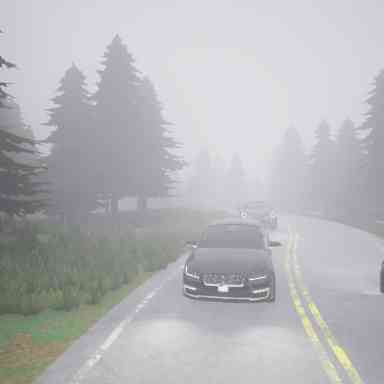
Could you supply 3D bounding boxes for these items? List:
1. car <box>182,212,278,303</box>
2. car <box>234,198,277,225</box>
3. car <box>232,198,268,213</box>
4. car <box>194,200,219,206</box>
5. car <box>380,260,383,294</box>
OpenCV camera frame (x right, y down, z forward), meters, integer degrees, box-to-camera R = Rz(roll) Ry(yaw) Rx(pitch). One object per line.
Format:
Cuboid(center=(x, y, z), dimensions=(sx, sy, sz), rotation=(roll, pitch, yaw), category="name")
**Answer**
Cuboid(center=(1.081, 1.496, 8.400), dimensions=(1.837, 1.490, 4.892), rotation=(-1, 0, 12), category="car")
Cuboid(center=(3.852, 1.271, 20.356), dimensions=(2.097, 1.767, 4.553), rotation=(-1, 0, 5), category="car")
Cuboid(center=(6.160, 1.411, 35.728), dimensions=(1.837, 1.490, 4.892), rotation=(2, -1, -16), category="car")
Cuboid(center=(1.866, 1.799, 44.849), dimensions=(1.812, 1.442, 4.674), rotation=(3, -5, -35), category="car")
Cuboid(center=(4.488, 1.309, 4.634), dimensions=(2.097, 1.767, 4.553), rotation=(-1, 0, 8), category="car")
